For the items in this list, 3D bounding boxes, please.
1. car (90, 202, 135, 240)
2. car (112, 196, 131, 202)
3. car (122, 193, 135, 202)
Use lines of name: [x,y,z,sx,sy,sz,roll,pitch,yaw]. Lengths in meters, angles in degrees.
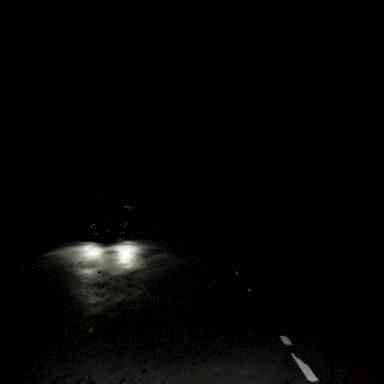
car: [-4.108,1.542,17.762,1.882,1.535,5.008,0,0,-6]
car: [-12.618,1.854,59.142,1.994,1.385,4.181,-1,1,-17]
car: [-14.844,1.306,76.951,2.150,2.045,5.566,-2,1,-23]
